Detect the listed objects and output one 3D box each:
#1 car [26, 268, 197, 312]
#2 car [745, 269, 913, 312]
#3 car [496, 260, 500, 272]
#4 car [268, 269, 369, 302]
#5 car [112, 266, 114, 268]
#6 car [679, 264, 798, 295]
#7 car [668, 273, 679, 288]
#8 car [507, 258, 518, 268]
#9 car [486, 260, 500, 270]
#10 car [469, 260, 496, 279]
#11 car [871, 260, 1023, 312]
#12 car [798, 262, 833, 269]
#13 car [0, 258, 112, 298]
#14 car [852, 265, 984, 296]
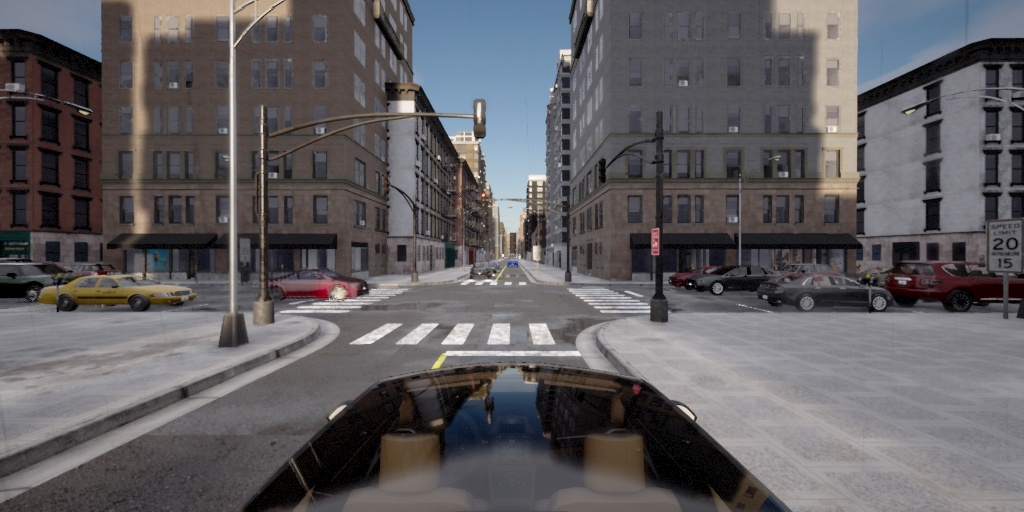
[{"bbox_3d":[-14.885,1.292,13.690,4.829,1.417,1.751,0,0,0],"label":"car"},{"bbox_3d":[11.790,1.323,13.606,4.403,1.370,2.007,0,0,0],"label":"car"},{"bbox_3d":[-2.756,1.300,42.800,2.033,1.411,5.357,0,0,0],"label":"car"},{"bbox_3d":[-8.849,1.317,16.495,4.181,1.385,1.994,0,0,-4],"label":"car"},{"bbox_3d":[-26.353,1.164,21.751,4.097,1.591,1.967,0,0,0],"label":"car"},{"bbox_3d":[11.918,1.250,19.088,4.892,1.490,1.837,0,0,0],"label":"car"},{"bbox_3d":[11.816,1.278,21.631,4.507,1.381,1.888,0,0,0],"label":"car"},{"bbox_3d":[0.141,1.238,63.113,1.882,1.535,5.008,0,0,0],"label":"car"},{"bbox_3d":[-2.728,1.281,52.702,1.812,1.442,4.674,0,0,1],"label":"car"},{"bbox_3d":[-2.779,1.255,33.003,1.837,1.490,4.892,0,0,0],"label":"car"},{"bbox_3d":[17.199,1.089,13.589,5.009,1.841,2.192,0,0,0],"label":"car"},{"bbox_3d":[17.225,1.174,21.614,4.097,1.591,1.967,0,0,0],"label":"car"},{"bbox_3d":[-21.690,1.104,16.245,4.553,1.767,2.097,0,0,0],"label":"car"},{"bbox_3d":[21.400,1.253,19.061,4.892,1.490,1.837,0,0,0],"label":"car"}]
